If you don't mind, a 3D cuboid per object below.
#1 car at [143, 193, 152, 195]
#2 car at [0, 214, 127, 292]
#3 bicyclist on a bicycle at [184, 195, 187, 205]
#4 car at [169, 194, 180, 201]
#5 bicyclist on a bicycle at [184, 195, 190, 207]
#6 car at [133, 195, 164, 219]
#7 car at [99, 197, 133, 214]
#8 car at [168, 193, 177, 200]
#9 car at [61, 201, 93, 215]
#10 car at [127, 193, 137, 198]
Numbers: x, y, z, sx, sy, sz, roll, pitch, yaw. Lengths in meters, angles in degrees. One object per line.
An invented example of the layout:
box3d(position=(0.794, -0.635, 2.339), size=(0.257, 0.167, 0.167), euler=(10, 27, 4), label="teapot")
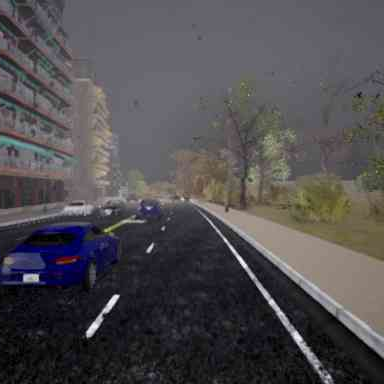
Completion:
box3d(position=(-9.489, 1.178, 70.512), size=(2.150, 2.045, 5.566), euler=(0, 0, -5), label="car")
box3d(position=(-3.168, 1.527, 8.825), size=(1.812, 1.442, 4.674), euler=(0, 0, 0), label="car")
box3d(position=(-1.205, 1.443, 60.398), size=(0.582, 1.620, 1.656), euler=(0, 0, -5), label="bicyclist on a bicycle")
box3d(position=(-3.843, 1.475, 79.453), size=(1.837, 1.490, 4.892), euler=(0, 0, -6), label="car")
box3d(position=(-0.570, 1.365, 51.474), size=(0.659, 1.776, 1.843), euler=(0, 0, -4), label="bicyclist on a bicycle")
box3d(position=(-3.538, 1.354, 28.799), size=(2.097, 1.767, 4.553), euler=(0, 0, -2), label="car")
box3d(position=(-7.027, 1.494, 30.134), size=(2.128, 1.511, 4.902), euler=(0, 0, -2), label="car")
box3d(position=(-5.429, 1.303, 93.248), size=(2.097, 1.767, 4.553), euler=(0, 0, -7), label="car")
box3d(position=(-10.281, 1.530, 30.181), size=(1.812, 1.442, 4.674), euler=(0, 0, -2), label="car")
box3d(position=(-12.929, 1.214, 72.406), size=(2.150, 2.045, 5.566), euler=(0, 0, -6), label="car")
